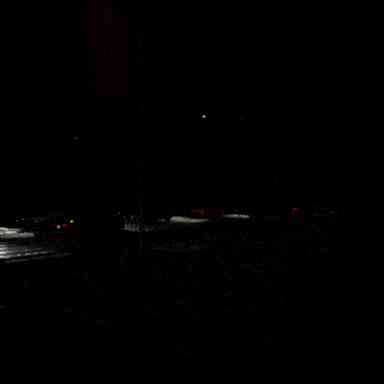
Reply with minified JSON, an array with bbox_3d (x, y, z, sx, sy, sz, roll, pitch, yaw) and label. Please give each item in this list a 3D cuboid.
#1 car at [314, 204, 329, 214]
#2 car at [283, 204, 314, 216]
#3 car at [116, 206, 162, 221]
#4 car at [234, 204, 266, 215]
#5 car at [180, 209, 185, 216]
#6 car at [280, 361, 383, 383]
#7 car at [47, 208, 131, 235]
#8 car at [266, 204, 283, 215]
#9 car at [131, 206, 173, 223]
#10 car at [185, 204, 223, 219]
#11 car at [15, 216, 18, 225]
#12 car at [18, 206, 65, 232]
[{"bbox_3d":[20.303,2.667,52.807,1.994,1.385,4.181,0,-1,36],"label":"car"},{"bbox_3d":[14.288,2.410,44.382,1.837,1.490,4.892,0,-1,36],"label":"car"},{"bbox_3d":[-5.332,2.181,34.107,1.895,1.301,4.718,0,-1,36],"label":"car"},{"bbox_3d":[7.959,2.456,46.899,2.033,1.411,5.357,0,-1,36],"label":"car"},{"bbox_3d":[0.570,2.373,42.274,1.895,1.301,4.718,0,-1,36],"label":"car"},{"bbox_3d":[2.329,1.546,1.297,4.403,1.369,2.008,0,0,36],"label":"car"},{"bbox_3d":[-6.400,1.863,21.181,1.812,1.442,4.674,0,-1,36],"label":"car"},{"bbox_3d":[11.884,2.422,46.607,2.128,1.511,4.902,0,-1,36],"label":"car"},{"bbox_3d":[-3.756,2.021,30.740,2.128,1.511,4.902,0,-1,36],"label":"car"},{"bbox_3d":[1.743,2.185,38.350,1.882,1.535,5.008,0,-1,36],"label":"car"},{"bbox_3d":[-11.193,1.898,25.985,1.837,1.490,4.892,0,-1,36],"label":"car"},{"bbox_3d":[-9.157,1.882,23.220,1.812,1.442,4.674,0,-1,36],"label":"car"}]
